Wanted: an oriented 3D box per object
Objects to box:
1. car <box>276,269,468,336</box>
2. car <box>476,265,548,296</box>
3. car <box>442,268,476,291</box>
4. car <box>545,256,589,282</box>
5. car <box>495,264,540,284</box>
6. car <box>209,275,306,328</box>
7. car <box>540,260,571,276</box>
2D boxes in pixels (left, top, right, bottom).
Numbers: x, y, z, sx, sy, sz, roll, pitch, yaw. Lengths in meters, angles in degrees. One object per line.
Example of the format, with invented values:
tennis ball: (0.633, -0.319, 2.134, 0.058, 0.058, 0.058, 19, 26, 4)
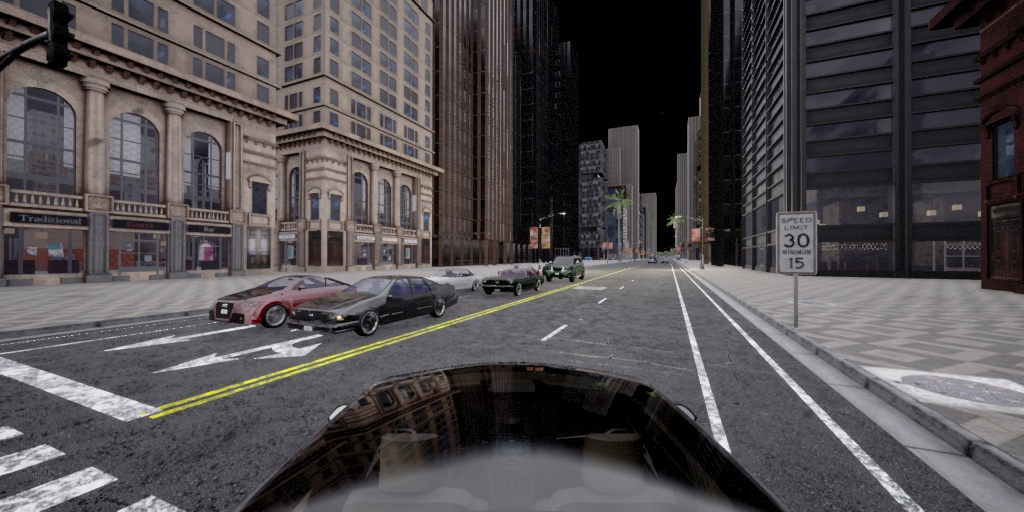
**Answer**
car: (-3.690, 1.299, 10.796, 2.033, 1.411, 5.357, 0, 0, 24)
car: (0.162, 1.358, 19.577, 1.895, 1.301, 4.718, 0, 0, 24)
car: (-3.424, 1.357, 19.494, 1.895, 1.301, 4.718, 0, 0, 24)
car: (4.463, 0.987, 29.372, 2.150, 2.045, 5.566, 0, 0, 23)
car: (0.579, 1.364, 28.616, 1.895, 1.301, 4.718, 0, 0, 24)
car: (-6.939, 1.316, 11.469, 1.994, 1.385, 4.181, 0, 0, 24)
car: (4.713, 1.251, 37.947, 1.882, 1.535, 5.008, 0, 0, 24)
